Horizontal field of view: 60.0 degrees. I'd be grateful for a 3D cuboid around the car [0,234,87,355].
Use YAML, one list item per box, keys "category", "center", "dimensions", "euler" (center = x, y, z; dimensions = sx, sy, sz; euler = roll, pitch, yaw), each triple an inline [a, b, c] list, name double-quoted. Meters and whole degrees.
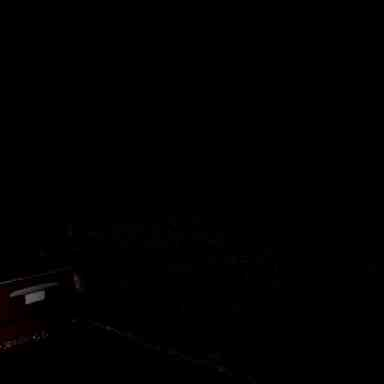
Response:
- category: "car"
  center: [-3.671, 1.425, 5.578]
  dimensions: [4.097, 1.590, 1.967]
  euler: [0, 0, 35]
